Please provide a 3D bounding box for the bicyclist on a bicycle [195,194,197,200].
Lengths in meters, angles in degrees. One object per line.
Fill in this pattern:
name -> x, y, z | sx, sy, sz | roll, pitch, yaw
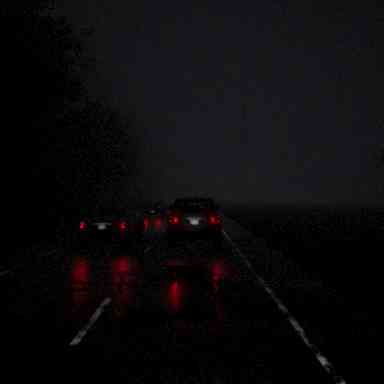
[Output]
bicyclist on a bicycle -> 1.001, 1.442, 89.683 | 0.582, 1.620, 1.656 | 0, 0, 0

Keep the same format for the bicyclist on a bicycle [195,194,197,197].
bicyclist on a bicycle -> 0.996, 1.360, 80.678 | 0.659, 1.776, 1.843 | 0, 0, 0

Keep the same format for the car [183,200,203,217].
car -> 0.109, 1.521, 32.106 | 1.812, 1.442, 4.674 | 0, 0, 0

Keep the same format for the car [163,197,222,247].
car -> 0.103, 1.219, 15.100 | 2.150, 2.045, 5.566 | 0, 0, 0

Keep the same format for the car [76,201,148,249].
car -> -3.404, 1.349, 14.698 | 2.097, 1.767, 4.553 | 0, 0, 0

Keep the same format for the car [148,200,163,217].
car -> -3.394, 1.487, 31.105 | 2.128, 1.511, 4.902 | 0, 0, 0
